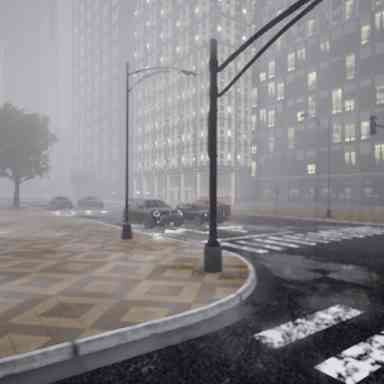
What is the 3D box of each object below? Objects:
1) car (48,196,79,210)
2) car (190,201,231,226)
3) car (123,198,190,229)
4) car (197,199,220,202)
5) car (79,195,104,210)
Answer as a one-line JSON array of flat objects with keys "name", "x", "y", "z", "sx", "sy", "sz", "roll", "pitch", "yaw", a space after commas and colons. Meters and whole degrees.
[{"name": "car", "x": -14.448, "y": 1.182, "z": 36.607, "sx": 1.837, "sy": 1.490, "sz": 4.892, "roll": 0, "pitch": 1, "yaw": -37}, {"name": "car", "x": 0.168, "y": 1.459, "z": 22.396, "sx": 1.895, "sy": 1.301, "sz": 4.718, "roll": 0, "pitch": 0, "yaw": -37}, {"name": "car", "x": -2.458, "y": 1.196, "z": 20.484, "sx": 2.097, "sy": 1.767, "sz": 4.553, "roll": 0, "pitch": 0, "yaw": -37}, {"name": "car", "x": 1.018, "y": 1.325, "z": 26.945, "sx": 1.882, "sy": 1.535, "sz": 5.008, "roll": 0, "pitch": 0, "yaw": -36}, {"name": "car", "x": -11.787, "y": 1.170, "z": 38.475, "sx": 1.882, "sy": 1.535, "sz": 5.008, "roll": 0, "pitch": 0, "yaw": -37}]
